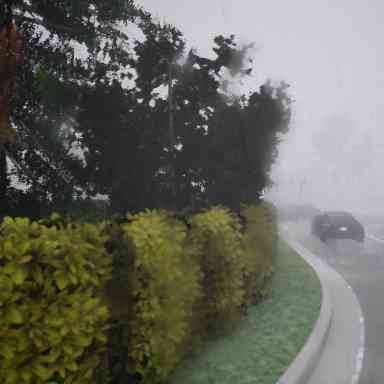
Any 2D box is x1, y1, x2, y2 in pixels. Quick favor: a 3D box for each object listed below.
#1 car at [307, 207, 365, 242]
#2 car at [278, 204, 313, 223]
[{"bbox_3d":[7.331,1.659,17.023,1.994,1.385,4.181,-1,-1,13],"label":"car"},{"bbox_3d":[8.789,1.734,27.548,5.357,1.411,2.033,0,-1,-39],"label":"car"}]
